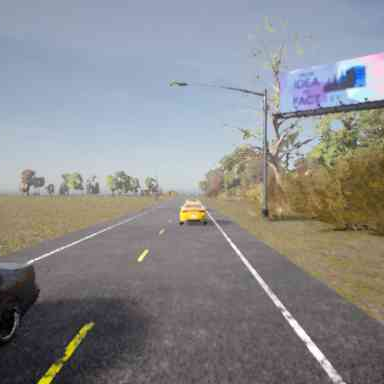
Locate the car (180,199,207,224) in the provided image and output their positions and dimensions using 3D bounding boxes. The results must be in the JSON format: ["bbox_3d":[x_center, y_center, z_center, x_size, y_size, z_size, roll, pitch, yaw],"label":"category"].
[{"bbox_3d":[0.101,1.532,25.397,1.882,1.535,5.008,0,0,0],"label":"car"}]

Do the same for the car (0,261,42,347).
[{"bbox_3d":[-3.595,1.556,3.607,2.033,1.411,5.357,0,0,0],"label":"car"}]
